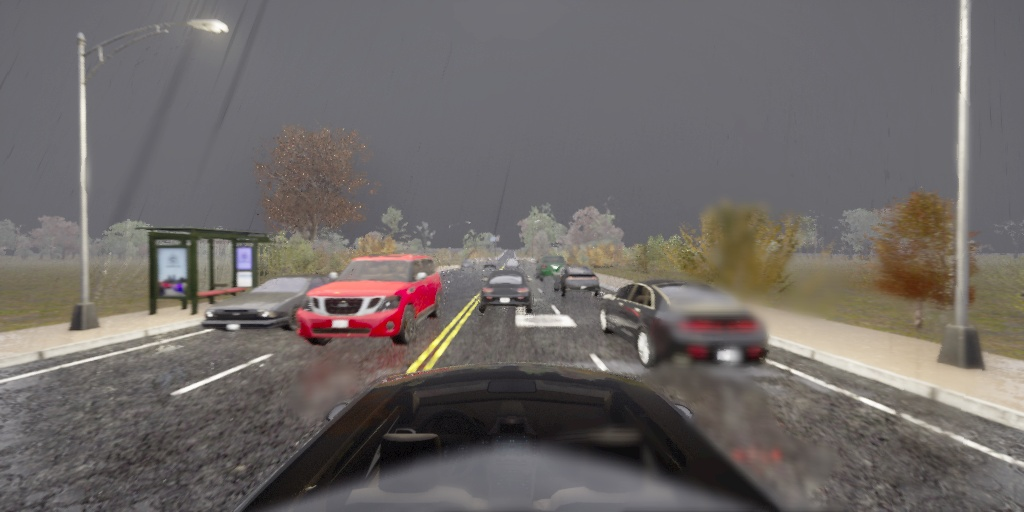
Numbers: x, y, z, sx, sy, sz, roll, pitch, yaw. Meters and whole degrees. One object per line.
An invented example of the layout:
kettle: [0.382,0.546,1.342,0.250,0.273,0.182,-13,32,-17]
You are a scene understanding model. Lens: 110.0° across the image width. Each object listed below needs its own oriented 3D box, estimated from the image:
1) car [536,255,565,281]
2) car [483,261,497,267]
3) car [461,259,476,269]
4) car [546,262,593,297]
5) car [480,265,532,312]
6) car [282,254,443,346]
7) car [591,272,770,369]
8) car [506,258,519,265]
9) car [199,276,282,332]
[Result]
car: [3.241,0.956,29.825,2.150,2.045,5.566,0,0,0]
car: [-3.267,1.361,53.849,1.895,1.301,4.718,0,0,0]
car: [-6.517,1.233,53.877,2.128,1.511,4.902,0,0,0]
car: [3.244,1.235,18.795,2.128,1.511,4.902,0,0,0]
car: [-0.183,1.271,14.037,1.812,1.442,4.674,0,0,1]
car: [-3.352,0.969,9.760,2.150,2.045,5.566,0,0,0]
car: [3.248,1.252,7.795,1.837,1.490,4.892,0,0,0]
car: [0.072,1.225,56.904,1.812,1.442,4.674,0,0,0]
car: [-6.603,1.295,11.157,2.033,1.411,5.357,0,0,0]
